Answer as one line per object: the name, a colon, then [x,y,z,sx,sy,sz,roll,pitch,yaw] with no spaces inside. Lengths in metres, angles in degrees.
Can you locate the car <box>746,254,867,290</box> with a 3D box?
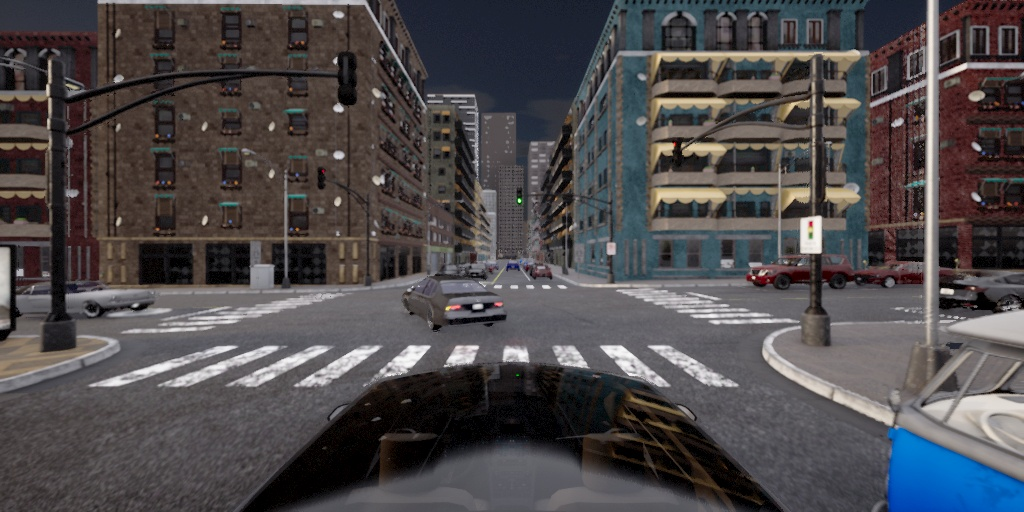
car: [15.788,0.838,19.711,5.009,1.841,2.192,0,0,0]

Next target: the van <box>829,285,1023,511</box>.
van: [2.687,1.086,0.169,1.690,1.789,3.998,0,0,0]

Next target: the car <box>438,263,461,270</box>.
car: [-5.664,1.415,32.582,1.948,1.339,4.313,0,0,0]

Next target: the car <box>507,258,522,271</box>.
car: [0.148,1.407,54.719,1.882,1.535,5.008,0,0,0]

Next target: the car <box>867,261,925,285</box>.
car: [21.359,0.988,19.746,4.507,1.381,1.888,0,0,0]

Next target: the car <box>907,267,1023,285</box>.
car: [15.802,1.128,11.331,4.313,1.339,1.948,0,0,0]

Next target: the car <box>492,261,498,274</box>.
car: [-3.052,1.483,41.943,1.895,1.301,4.718,0,0,0]

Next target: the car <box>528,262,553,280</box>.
car: [2.717,1.431,32.563,1.802,1.307,4.207,0,0,0]

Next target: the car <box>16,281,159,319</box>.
car: [-16.668,1.621,13.736,4.718,1.301,1.895,-1,0,-1]

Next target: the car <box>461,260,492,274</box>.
car: [-3.062,1.352,31.926,1.837,1.490,4.892,0,0,0]

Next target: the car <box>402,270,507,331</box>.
car: [-2.045,1.327,11.238,2.033,1.411,5.357,0,0,-28]

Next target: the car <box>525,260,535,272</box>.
car: [2.722,1.434,38.086,1.948,1.339,4.313,0,0,0]

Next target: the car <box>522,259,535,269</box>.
car: [2.733,1.454,49.133,1.888,1.381,4.507,0,0,0]
